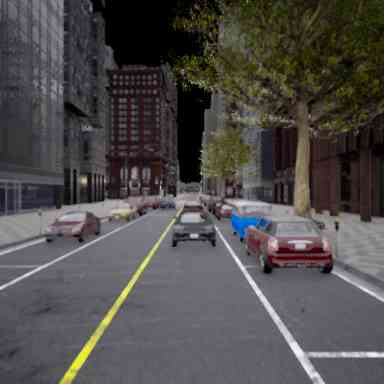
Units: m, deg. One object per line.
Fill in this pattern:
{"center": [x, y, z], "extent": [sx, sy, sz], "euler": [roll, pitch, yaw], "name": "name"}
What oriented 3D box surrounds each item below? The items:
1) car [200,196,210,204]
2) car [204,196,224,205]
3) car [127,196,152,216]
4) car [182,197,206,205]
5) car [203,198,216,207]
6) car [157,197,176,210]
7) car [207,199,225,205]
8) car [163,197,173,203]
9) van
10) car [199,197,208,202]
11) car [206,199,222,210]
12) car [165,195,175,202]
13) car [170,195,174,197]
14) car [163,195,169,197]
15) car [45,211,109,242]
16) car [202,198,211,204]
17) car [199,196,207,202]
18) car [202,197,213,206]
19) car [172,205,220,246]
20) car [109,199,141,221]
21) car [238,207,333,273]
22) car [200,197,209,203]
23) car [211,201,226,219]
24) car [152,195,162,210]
{"center": [2.883, 1.681, 72.750], "extent": [1.967, 1.590, 4.097], "euler": [0, 0, 0], "name": "car"}
{"center": [2.871, 1.414, 38.913], "extent": [2.192, 1.841, 5.009], "euler": [0, 0, 0], "name": "car"}
{"center": [-5.657, 1.392, 33.285], "extent": [2.192, 1.841, 5.009], "euler": [0, 0, 0], "name": "car"}
{"center": [0.106, 1.546, 31.148], "extent": [1.882, 1.535, 5.008], "euler": [0, 0, 0], "name": "car"}
{"center": [2.877, 1.732, 55.830], "extent": [1.947, 1.339, 4.313], "euler": [0, 0, 0], "name": "car"}
{"center": [-3.075, 1.720, 44.021], "extent": [1.895, 1.301, 4.718], "euler": [0, 0, 0], "name": "car"}
{"center": [2.869, 1.643, 33.271], "extent": [1.947, 1.339, 4.313], "euler": [0, 0, 0], "name": "car"}
{"center": [-5.640, 1.836, 78.394], "extent": [1.947, 1.339, 4.313], "euler": [0, 0, 0], "name": "car"}
{"center": [2.864, 1.372, 16.355], "extent": [1.690, 1.788, 3.998], "euler": [0, 0, 0], "name": "van"}
{"center": [2.887, 1.866, 84.027], "extent": [1.947, 1.339, 4.313], "euler": [0, 0, 0], "name": "car"}
{"center": [2.873, 1.666, 44.551], "extent": [1.887, 1.381, 4.507], "euler": [0, 0, 0], "name": "car"}
{"center": [-5.639, 1.615, 84.034], "extent": [2.192, 1.841, 5.009], "euler": [0, 0, 0], "name": "car"}
{"center": [-5.642, 1.807, 72.757], "extent": [1.947, 1.339, 4.313], "euler": [0, 0, 0], "name": "car"}
{"center": [-5.648, 1.481, 55.841], "extent": [2.192, 1.841, 5.009], "euler": [0, 0, 0], "name": "car"}
{"center": [-5.662, 1.613, 16.370], "extent": [1.802, 1.307, 4.206], "euler": [0, 0, 0], "name": "car"}
{"center": [2.881, 1.797, 67.109], "extent": [1.802, 1.307, 4.206], "euler": [0, 0, 0], "name": "car"}
{"center": [2.889, 1.898, 89.667], "extent": [1.947, 1.339, 4.313], "euler": [0, 0, 0], "name": "car"}
{"center": [2.879, 1.716, 61.641], "extent": [1.752, 1.417, 4.829], "euler": [0, 0, 0], "name": "car"}
{"center": [0.094, 1.554, 15.327], "extent": [1.812, 1.442, 4.674], "euler": [0, 0, 0], "name": "car"}
{"center": [-5.658, 1.582, 27.477], "extent": [1.752, 1.417, 4.829], "euler": [0, 0, 0], "name": "car"}
{"center": [2.862, 1.460, 10.715], "extent": [1.967, 1.590, 4.097], "euler": [0, 0, 0], "name": "car"}
{"center": [2.885, 1.852, 78.388], "extent": [1.802, 1.307, 4.206], "euler": [0, 0, 0], "name": "car"}
{"center": [2.867, 1.639, 27.634], "extent": [1.802, 1.307, 4.206], "euler": [0, 0, 0], "name": "car"}
{"center": [-5.653, 1.436, 44.564], "extent": [2.192, 1.841, 5.009], "euler": [0, 0, 0], "name": "car"}
